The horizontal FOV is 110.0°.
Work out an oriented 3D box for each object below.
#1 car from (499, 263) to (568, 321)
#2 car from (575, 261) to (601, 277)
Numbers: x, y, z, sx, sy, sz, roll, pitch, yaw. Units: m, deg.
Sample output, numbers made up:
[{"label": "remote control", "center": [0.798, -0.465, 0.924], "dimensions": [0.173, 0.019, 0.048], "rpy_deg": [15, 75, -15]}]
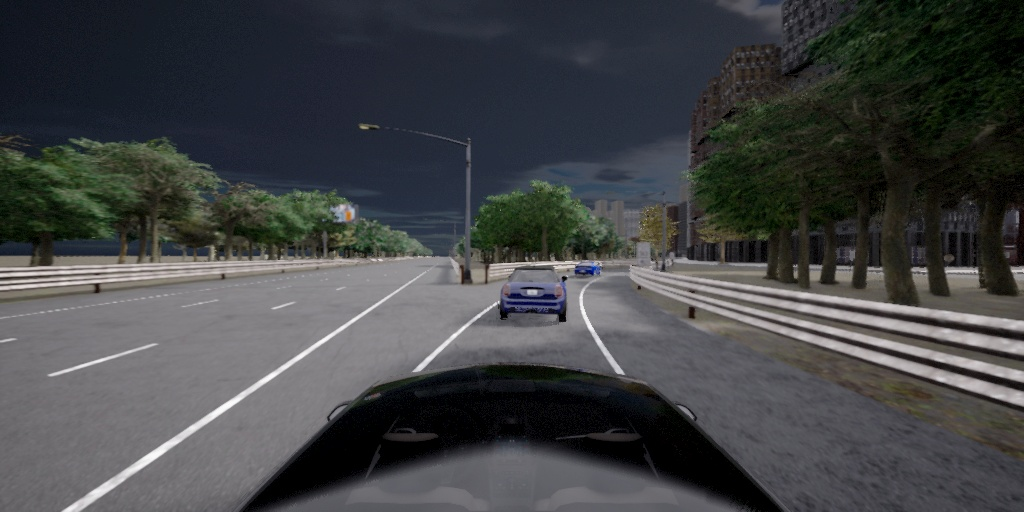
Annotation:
[{"label": "car", "center": [0.901, 1.110, 12.857], "dimensions": [2.097, 1.767, 4.553], "rpy_deg": [1, 0, 8]}, {"label": "car", "center": [7.712, 1.288, 36.192], "dimensions": [1.882, 1.535, 5.008], "rpy_deg": [0, 0, 24]}]
